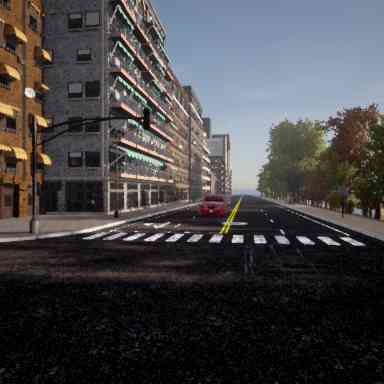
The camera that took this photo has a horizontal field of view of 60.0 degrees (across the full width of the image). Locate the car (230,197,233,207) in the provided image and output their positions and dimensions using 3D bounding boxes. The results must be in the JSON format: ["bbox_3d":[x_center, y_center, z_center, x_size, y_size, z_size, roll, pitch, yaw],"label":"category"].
[{"bbox_3d":[5.390,1.512,52.086,2.128,1.511,4.902,0,0,9],"label":"car"}]

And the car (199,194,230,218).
[{"bbox_3d":[2.040,1.257,30.746,2.150,2.045,5.566,0,0,9],"label":"car"}]
